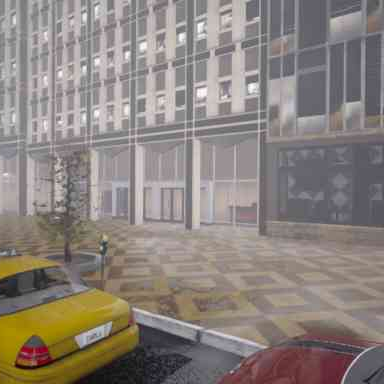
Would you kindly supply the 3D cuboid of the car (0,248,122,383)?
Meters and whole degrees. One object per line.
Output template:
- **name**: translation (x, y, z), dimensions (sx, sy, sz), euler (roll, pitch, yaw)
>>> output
- **car**: translation (-2.944, 1.524, 4.967), dimensions (4.829, 1.417, 1.752), euler (0, 1, 36)

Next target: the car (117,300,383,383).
- **car**: translation (1.820, 1.440, 1.566), dimensions (4.097, 1.590, 1.967), euler (0, 1, 36)
